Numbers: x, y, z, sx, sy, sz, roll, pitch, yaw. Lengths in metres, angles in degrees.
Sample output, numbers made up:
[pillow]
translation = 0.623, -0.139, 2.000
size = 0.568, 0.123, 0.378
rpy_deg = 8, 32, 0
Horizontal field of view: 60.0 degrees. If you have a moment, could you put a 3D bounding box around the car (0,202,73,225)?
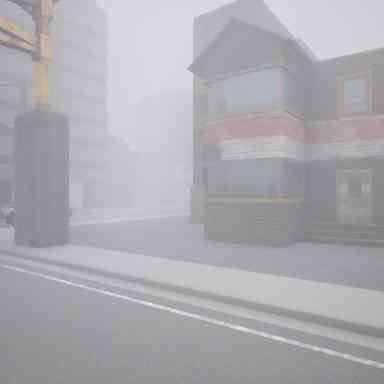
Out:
[car]
translation = -10.732, 1.453, 23.536
size = 2.038, 1.542, 4.974
rpy_deg = 0, 0, 16
